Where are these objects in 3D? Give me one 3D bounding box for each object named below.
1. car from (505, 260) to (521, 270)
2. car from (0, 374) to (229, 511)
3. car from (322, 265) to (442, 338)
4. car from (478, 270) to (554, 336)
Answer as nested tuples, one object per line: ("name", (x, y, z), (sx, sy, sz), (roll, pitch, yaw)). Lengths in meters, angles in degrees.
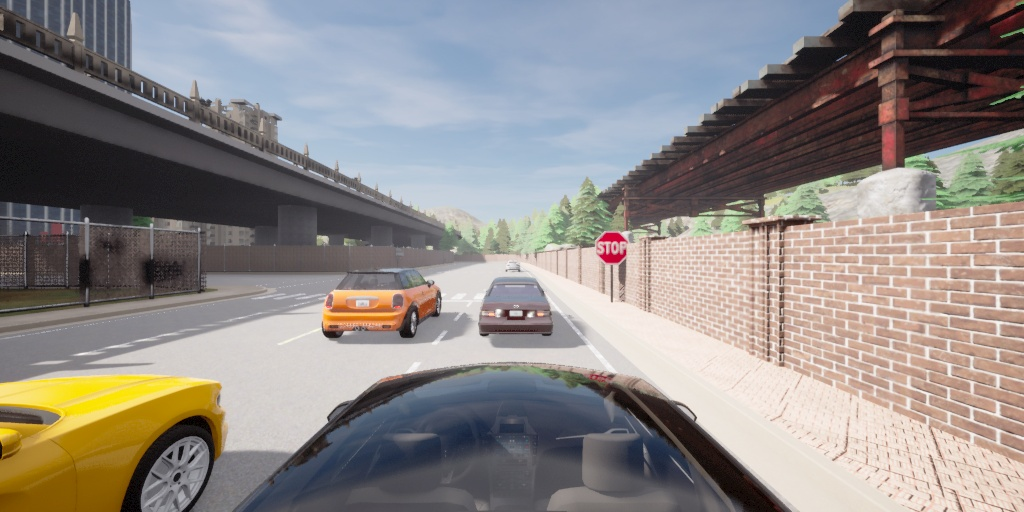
("car", (0.110, 1.276, 46.214), (1.812, 1.442, 4.674), (0, 0, -1))
("car", (-3.397, 1.228, 1.054), (1.882, 1.535, 5.008), (0, 0, 0))
("car", (-3.414, 1.102, 10.312), (2.097, 1.767, 4.553), (0, 0, 0))
("car", (0.087, 1.297, 10.331), (2.033, 1.411, 5.357), (0, 0, 0))
